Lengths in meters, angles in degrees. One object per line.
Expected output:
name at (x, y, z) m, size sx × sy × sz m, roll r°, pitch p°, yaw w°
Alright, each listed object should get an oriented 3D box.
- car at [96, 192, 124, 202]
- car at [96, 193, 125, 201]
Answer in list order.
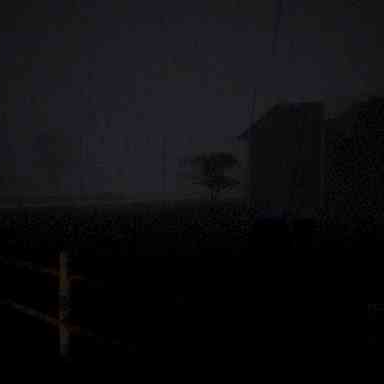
car at (-14.170, 0.807, 58.784) m, size 2.097 × 1.767 × 4.553 m, roll 1°, pitch 2°, yaw 35°
car at (-15.442, 0.900, 63.062) m, size 2.033 × 1.411 × 5.357 m, roll 1°, pitch 2°, yaw 36°
